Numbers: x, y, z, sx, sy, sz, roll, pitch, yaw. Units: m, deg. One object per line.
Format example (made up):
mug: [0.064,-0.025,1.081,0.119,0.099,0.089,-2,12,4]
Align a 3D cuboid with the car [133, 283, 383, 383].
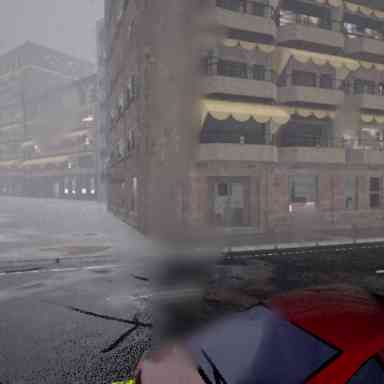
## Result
car: [1.599,1.563,2.795,4.181,1.385,1.994,0,0,-19]
